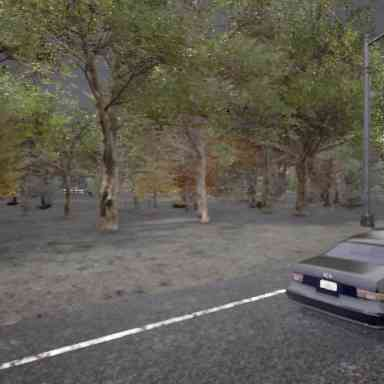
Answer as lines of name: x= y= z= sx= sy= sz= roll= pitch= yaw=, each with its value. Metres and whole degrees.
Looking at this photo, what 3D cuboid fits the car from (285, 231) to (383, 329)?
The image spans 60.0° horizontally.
car: x=4.215 y=1.523 z=6.755 sx=5.357 sy=1.411 sz=2.033 roll=0 pitch=0 yaw=-35
